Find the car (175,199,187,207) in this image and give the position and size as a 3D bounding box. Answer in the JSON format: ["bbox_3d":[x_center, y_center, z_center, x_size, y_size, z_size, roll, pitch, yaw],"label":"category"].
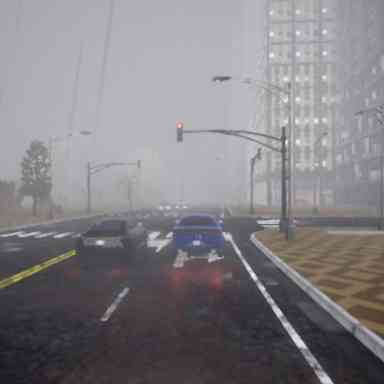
[{"bbox_3d":[-2.095,2.216,66.915,1.812,1.442,4.674,0,-1,5],"label":"car"}]

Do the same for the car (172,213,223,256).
[{"bbox_3d":[0.283,1.622,13.938,1.882,1.535,5.008,0,0,3],"label":"car"}]

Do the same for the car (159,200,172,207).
[{"bbox_3d":[-5.333,2.290,67.172,1.895,1.301,4.718,0,-1,5],"label":"car"}]

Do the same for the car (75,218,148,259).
[{"bbox_3d":[-3.006,1.702,13.245,1.994,1.385,4.181,0,0,3],"label":"car"}]
